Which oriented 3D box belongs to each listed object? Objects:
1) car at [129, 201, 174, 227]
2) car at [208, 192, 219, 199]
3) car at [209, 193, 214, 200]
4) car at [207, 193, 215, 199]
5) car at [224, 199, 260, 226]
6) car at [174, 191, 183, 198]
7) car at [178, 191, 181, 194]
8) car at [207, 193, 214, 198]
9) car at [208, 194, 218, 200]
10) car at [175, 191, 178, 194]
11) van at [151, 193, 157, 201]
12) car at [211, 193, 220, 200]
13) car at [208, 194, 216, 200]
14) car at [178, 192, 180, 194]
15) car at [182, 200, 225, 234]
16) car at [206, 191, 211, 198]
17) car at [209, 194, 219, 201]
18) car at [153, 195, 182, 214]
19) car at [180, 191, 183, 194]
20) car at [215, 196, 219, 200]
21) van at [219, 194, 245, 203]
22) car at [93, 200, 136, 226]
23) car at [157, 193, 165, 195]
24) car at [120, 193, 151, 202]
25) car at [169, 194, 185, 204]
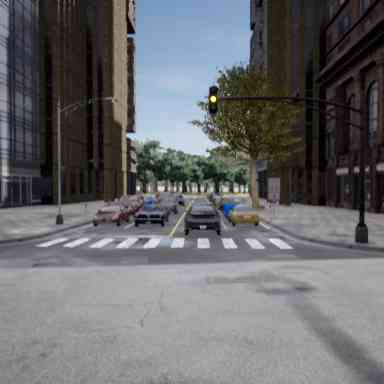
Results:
[{"bbox_3d":[-2.529,1.485,21.900,1.895,1.301,4.718,0,0,1],"label":"car"},{"bbox_3d":[4.142,1.211,55.836,2.008,1.369,4.403,-1,0,1],"label":"car"},{"bbox_3d":[4.005,1.246,50.159,1.887,1.381,4.507,-1,0,1],"label":"car"},{"bbox_3d":[4.831,0.977,84.393,1.752,1.417,4.829,0,0,1],"label":"car"},{"bbox_3d":[3.324,1.409,21.940,1.752,1.417,4.829,-1,0,1],"label":"car"},{"bbox_3d":[-3.561,0.723,90.101,2.192,1.841,5.009,0,0,1],"label":"car"},{"bbox_3d":[-3.969,1.118,73.069,1.802,1.307,4.206,0,0,1],"label":"car"},{"bbox_3d":[4.964,0.976,89.900,1.947,1.339,4.313,0,0,1],"label":"car"},{"bbox_3d":[4.553,1.088,72.868,2.008,1.369,4.403,0,0,1],"label":"car"},{"bbox_3d":[-4.245,1.059,61.713,1.967,1.590,4.097,0,0,1],"label":"car"},{"bbox_3d":[-4.931,1.156,33.323,1.690,1.788,3.998,-1,0,1],"label":"van"},{"bbox_3d":[3.872,1.265,44.651,1.752,1.417,4.829,-1,0,1],"label":"car"},{"bbox_3d":[4.690,1.077,78.546,1.802,1.307,4.206,0,0,1],"label":"car"},{"bbox_3d":[-4.107,1.122,67.391,1.887,1.381,4.507,0,0,1],"label":"car"},{"bbox_3d":[0.585,1.410,18.383,1.837,1.490,4.892,0,0,1],"label":"car"},{"bbox_3d":[4.277,0.935,61.512,2.192,1.841,5.009,0,0,1],"label":"car"},{"bbox_3d":[4.416,1.129,67.191,2.008,1.369,4.403,0,0,1],"label":"car"},{"bbox_3d":[-2.274,1.325,32.250,1.837,1.490,4.892,0,1,2],"label":"car"},{"bbox_3d":[-3.696,0.996,84.425,1.887,1.381,4.507,0,0,1],"label":"car"},{"bbox_3d":[3.594,1.382,33.126,1.947,1.339,4.313,-1,0,1],"label":"car"},{"bbox_3d":[3.455,1.192,27.448,1.690,1.788,3.998,-1,0,1],"label":"van"},{"bbox_3d":[-5.202,1.466,21.968,1.802,1.307,4.206,-1,0,1],"label":"car"},{"bbox_3d":[-4.794,1.093,39.001,2.192,1.841,5.009,-1,0,1],"label":"car"},{"bbox_3d":[-5.068,1.165,27.645,2.192,1.841,5.009,-1,0,1],"label":"car"},{"bbox_3d":[-1.930,1.333,45.751,1.895,1.301,4.718,0,0,2],"label":"car"}]
